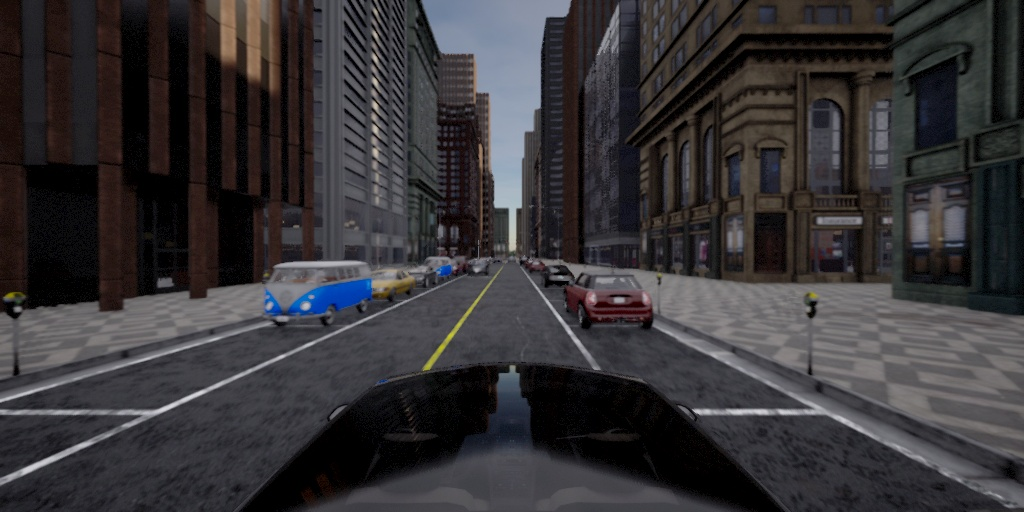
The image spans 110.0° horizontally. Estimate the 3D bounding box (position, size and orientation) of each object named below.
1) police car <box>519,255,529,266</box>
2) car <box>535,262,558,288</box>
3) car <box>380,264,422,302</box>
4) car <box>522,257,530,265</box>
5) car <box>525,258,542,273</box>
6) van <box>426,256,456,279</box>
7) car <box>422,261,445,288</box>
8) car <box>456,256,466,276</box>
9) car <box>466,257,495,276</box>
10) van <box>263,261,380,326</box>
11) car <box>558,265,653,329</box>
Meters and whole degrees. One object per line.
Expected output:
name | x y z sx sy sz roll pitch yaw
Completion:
police car | 2.331 0.917 63.214 1.930 1.638 5.238 0 0 0
car | 2.750 1.223 22.400 1.948 1.339 4.313 0 0 0
car | -5.772 1.207 16.582 1.751 1.417 4.829 0 0 0
car | 2.734 1.123 50.582 1.802 1.307 4.207 0 0 0
car | 2.740 1.169 39.309 1.802 1.307 4.207 0 0 0
van | -5.778 0.975 28.025 1.690 1.789 3.998 0 0 0
car | -5.775 1.208 22.388 2.007 1.370 4.403 0 0 0
car | -5.782 1.050 33.661 1.967 1.591 4.097 0 0 0
car | -3.112 1.100 34.356 2.128 1.511 4.902 0 0 0
van | -5.769 1.048 11.116 1.690 1.789 3.998 0 0 0
car | 2.756 1.147 11.127 1.967 1.591 4.097 0 0 0
